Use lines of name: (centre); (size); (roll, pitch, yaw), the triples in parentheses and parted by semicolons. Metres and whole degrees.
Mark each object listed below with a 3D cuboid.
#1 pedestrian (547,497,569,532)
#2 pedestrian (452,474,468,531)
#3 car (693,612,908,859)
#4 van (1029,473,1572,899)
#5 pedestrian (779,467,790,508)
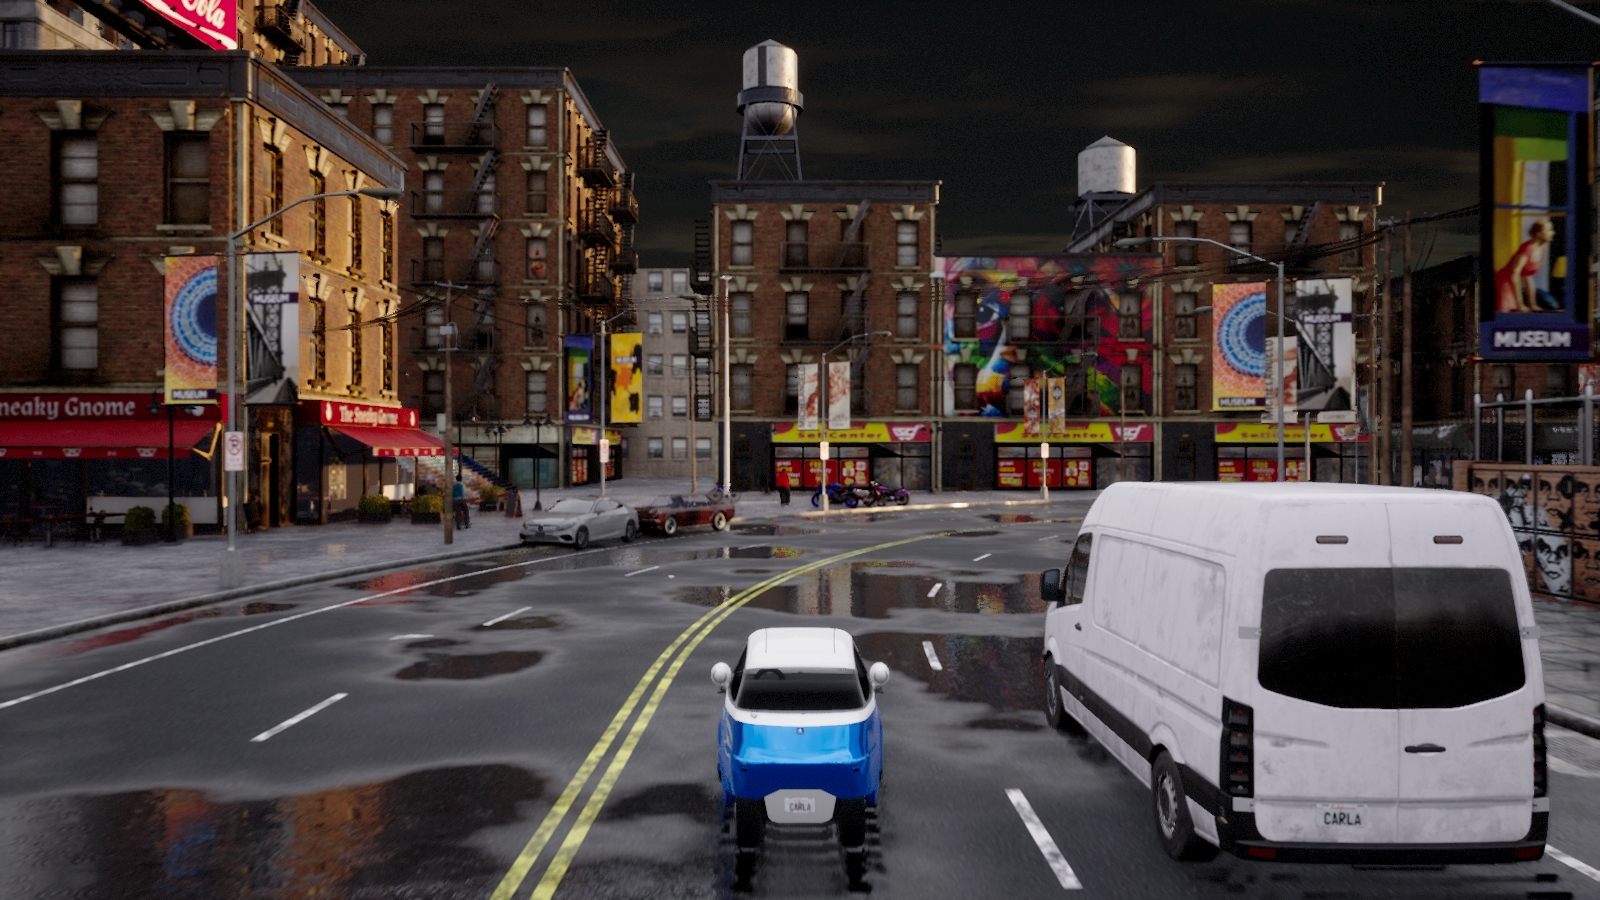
pedestrian: (-7.773, 2.081, 36.769); (0.500, 1.100, 0.500); (0, 0, 22)
pedestrian: (-11.092, 1.701, 37.236); (0.375, 1.860, 0.375); (0, 0, 7)
car: (0.003, 2.121, 8.963); (1.481, 1.376, 2.207); (0, 0, 0)
van: (3.514, 1.536, 9.623); (1.988, 2.561, 5.915); (0, 0, 0)
pedestrian: (-0.722, 1.702, 52.551); (0.375, 1.860, 0.375); (0, 0, 24)
